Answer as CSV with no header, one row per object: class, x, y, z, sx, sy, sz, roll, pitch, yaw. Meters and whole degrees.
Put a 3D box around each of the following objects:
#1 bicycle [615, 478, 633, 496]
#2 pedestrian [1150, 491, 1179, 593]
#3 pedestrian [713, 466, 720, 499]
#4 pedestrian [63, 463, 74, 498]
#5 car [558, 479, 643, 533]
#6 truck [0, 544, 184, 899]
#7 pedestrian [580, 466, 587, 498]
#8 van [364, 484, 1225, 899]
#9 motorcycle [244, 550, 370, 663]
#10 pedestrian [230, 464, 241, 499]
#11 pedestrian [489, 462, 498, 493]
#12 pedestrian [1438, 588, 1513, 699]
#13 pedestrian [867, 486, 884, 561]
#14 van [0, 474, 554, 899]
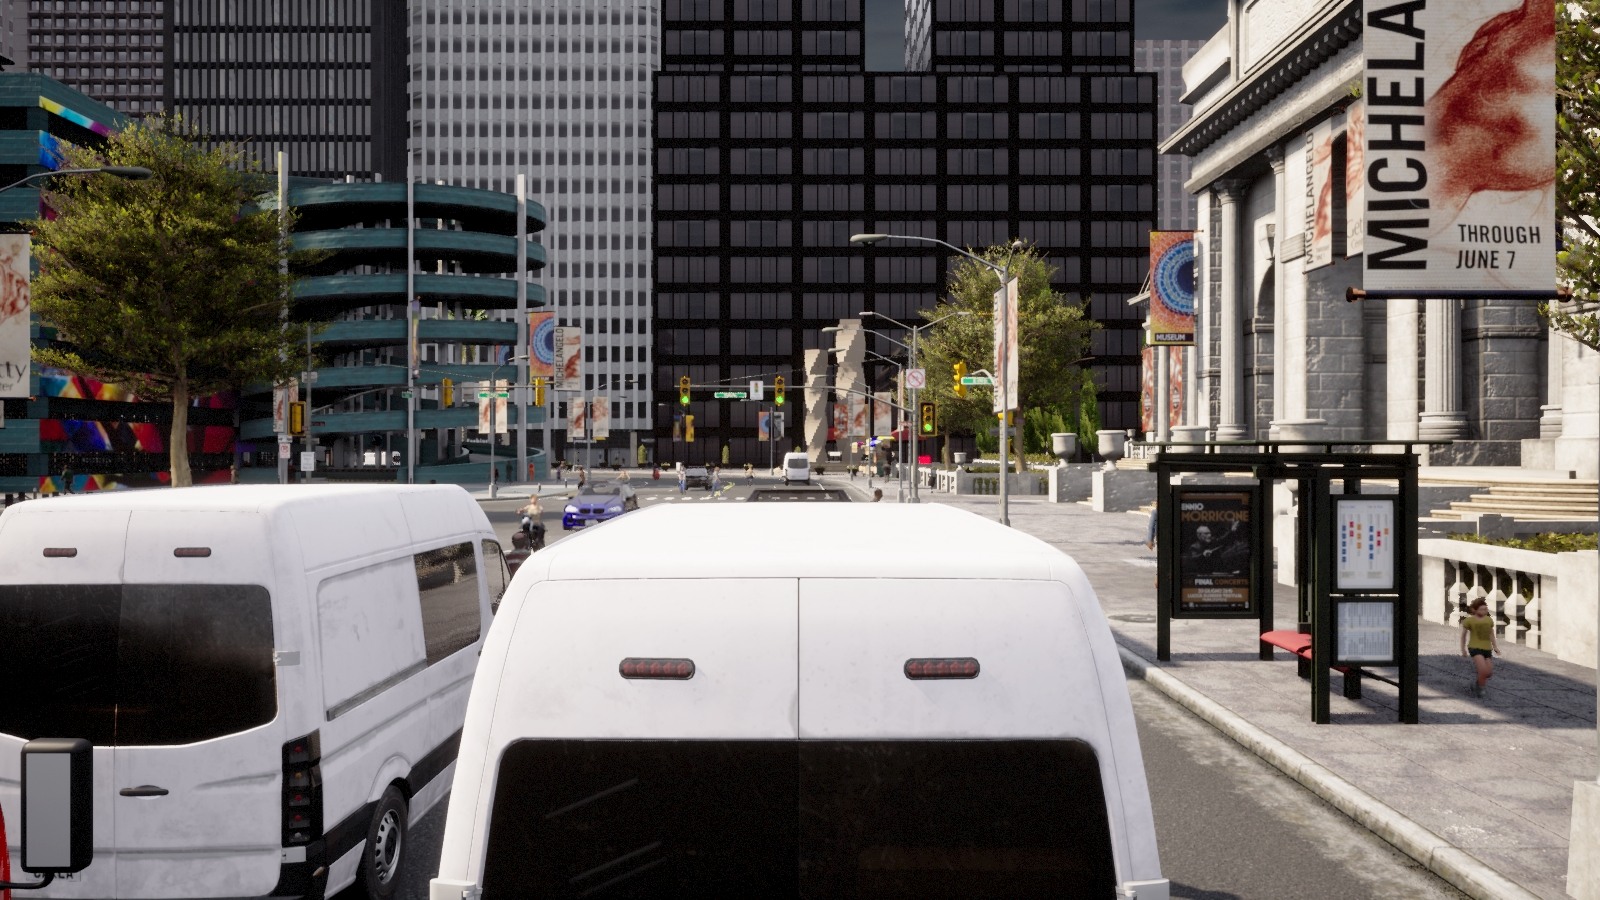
bicycle,-10.645,2.230,69.092,0.859,1.080,1.487,0,0,1
pedestrian,6.724,1.688,21.071,0.375,1.860,0.375,0,0,-9
pedestrian,-4.702,1.824,64.608,0.375,1.860,0.375,0,0,2
pedestrian,-40.113,1.672,62.640,0.375,1.860,0.375,0,0,7
car,-7.042,1.950,40.858,2.242,1.667,4.611,0,0,0
truck,-3.506,1.567,1.456,2.627,2.467,5.204,0,0,0
pedestrian,-12.381,1.824,65.230,0.375,1.860,0.375,0,0,-10
van,-0.014,1.532,5.596,1.988,2.561,5.915,0,0,0
motorcycle,-6.930,2.163,16.208,0.764,1.277,2.356,0,0,0
pedestrian,-30.255,1.674,61.246,0.375,1.860,0.375,0,0,5
pedestrian,-18.675,1.671,69.581,0.375,1.860,0.375,0,0,25
pedestrian,7.266,2.071,12.299,0.500,1.100,0.500,0,0,-3
pedestrian,1.899,1.838,28.796,0.375,1.860,0.375,0,0,-7
van,-3.517,1.531,8.781,1.988,2.561,5.915,0,0,0
